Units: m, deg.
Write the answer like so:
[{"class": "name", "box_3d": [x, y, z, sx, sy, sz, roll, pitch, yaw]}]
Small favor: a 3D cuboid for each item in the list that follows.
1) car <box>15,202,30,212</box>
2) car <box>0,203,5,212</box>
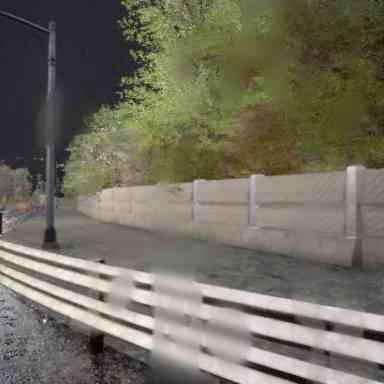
[{"class": "car", "box_3d": [-31.248, 2.643, 61.300, 2.097, 1.767, 4.553, 1, -1, -22]}, {"class": "car", "box_3d": [-33.396, 2.709, 57.182, 2.128, 1.511, 4.902, 1, -1, -21]}]
